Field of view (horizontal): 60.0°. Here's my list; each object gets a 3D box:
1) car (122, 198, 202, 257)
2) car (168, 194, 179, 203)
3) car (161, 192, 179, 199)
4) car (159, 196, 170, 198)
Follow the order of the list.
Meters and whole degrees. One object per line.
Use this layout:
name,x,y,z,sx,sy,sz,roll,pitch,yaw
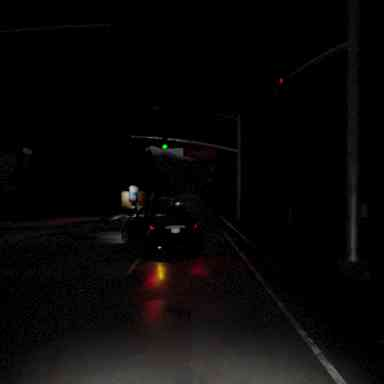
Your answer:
car,-1.348,1.316,13.119,2.097,1.767,4.553,-1,0,-22
car,-3.517,1.298,63.854,1.882,1.535,5.008,0,1,1
car,-3.572,1.074,49.066,2.150,2.045,5.566,0,1,0
car,-3.593,1.410,33.798,1.837,1.490,4.892,0,0,0
